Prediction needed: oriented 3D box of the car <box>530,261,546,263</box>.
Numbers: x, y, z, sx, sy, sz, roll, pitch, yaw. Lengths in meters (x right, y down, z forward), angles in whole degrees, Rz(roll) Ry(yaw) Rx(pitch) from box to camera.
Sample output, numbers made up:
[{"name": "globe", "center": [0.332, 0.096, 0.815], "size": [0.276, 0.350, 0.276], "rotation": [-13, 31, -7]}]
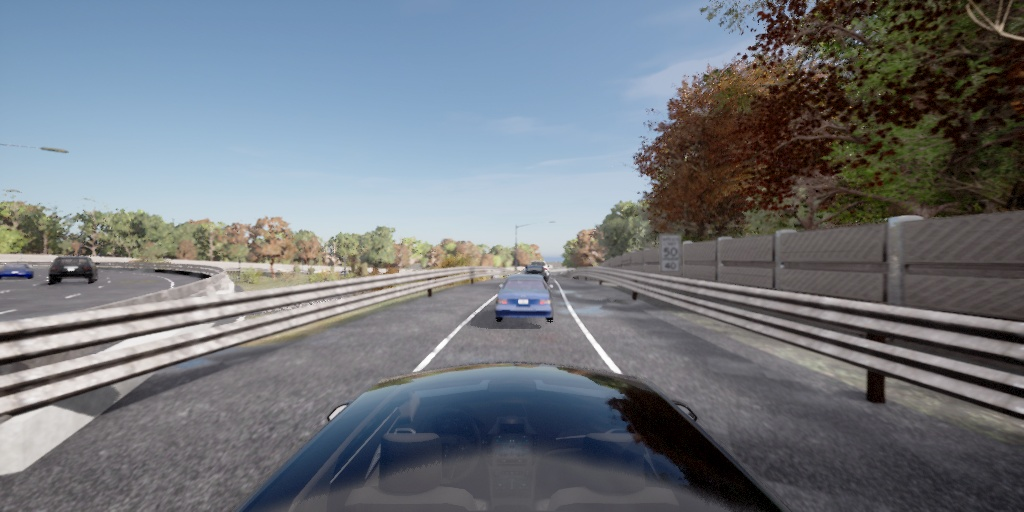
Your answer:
[{"name": "car", "center": [2.885, 1.601, 39.302], "size": [2.150, 2.045, 5.566], "rotation": [0, -3, 6]}]

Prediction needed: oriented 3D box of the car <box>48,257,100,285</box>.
[{"name": "car", "center": [-33.633, 1.062, 27.593], "size": [5.566, 2.045, 2.150], "rotation": [0, 0, 43]}]

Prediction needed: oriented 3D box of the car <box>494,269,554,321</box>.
[{"name": "car", "center": [0.487, 1.352, 12.641], "size": [2.033, 1.411, 5.357], "rotation": [0, 0, 4]}]

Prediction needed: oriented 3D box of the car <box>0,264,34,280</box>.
[{"name": "car", "center": [-46.103, 1.419, 33.303], "size": [4.181, 1.385, 1.994], "rotation": [0, 0, 36]}]

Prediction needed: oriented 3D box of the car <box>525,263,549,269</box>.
[{"name": "car", "center": [1.683, 1.456, 26.498], "size": [1.837, 1.490, 4.892], "rotation": [0, -1, 5]}]
